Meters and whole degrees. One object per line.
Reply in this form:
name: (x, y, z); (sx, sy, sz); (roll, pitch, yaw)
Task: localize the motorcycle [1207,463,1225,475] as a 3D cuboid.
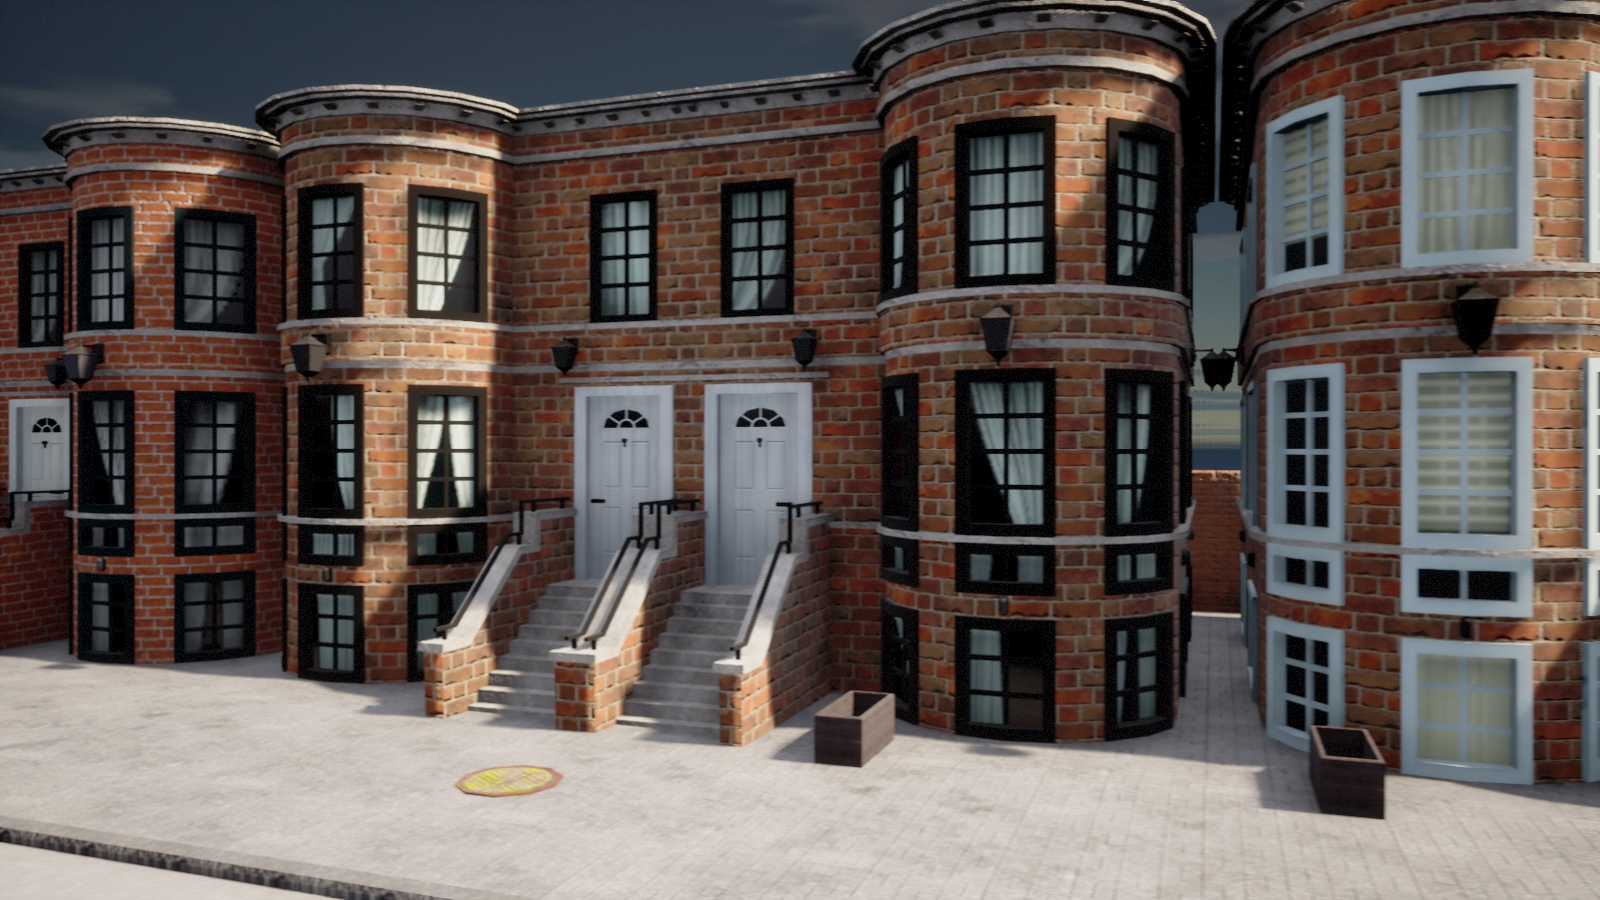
motorcycle: (43.173, 1.962, 118.523); (1.805, 1.236, 0.856); (0, 0, 20)
